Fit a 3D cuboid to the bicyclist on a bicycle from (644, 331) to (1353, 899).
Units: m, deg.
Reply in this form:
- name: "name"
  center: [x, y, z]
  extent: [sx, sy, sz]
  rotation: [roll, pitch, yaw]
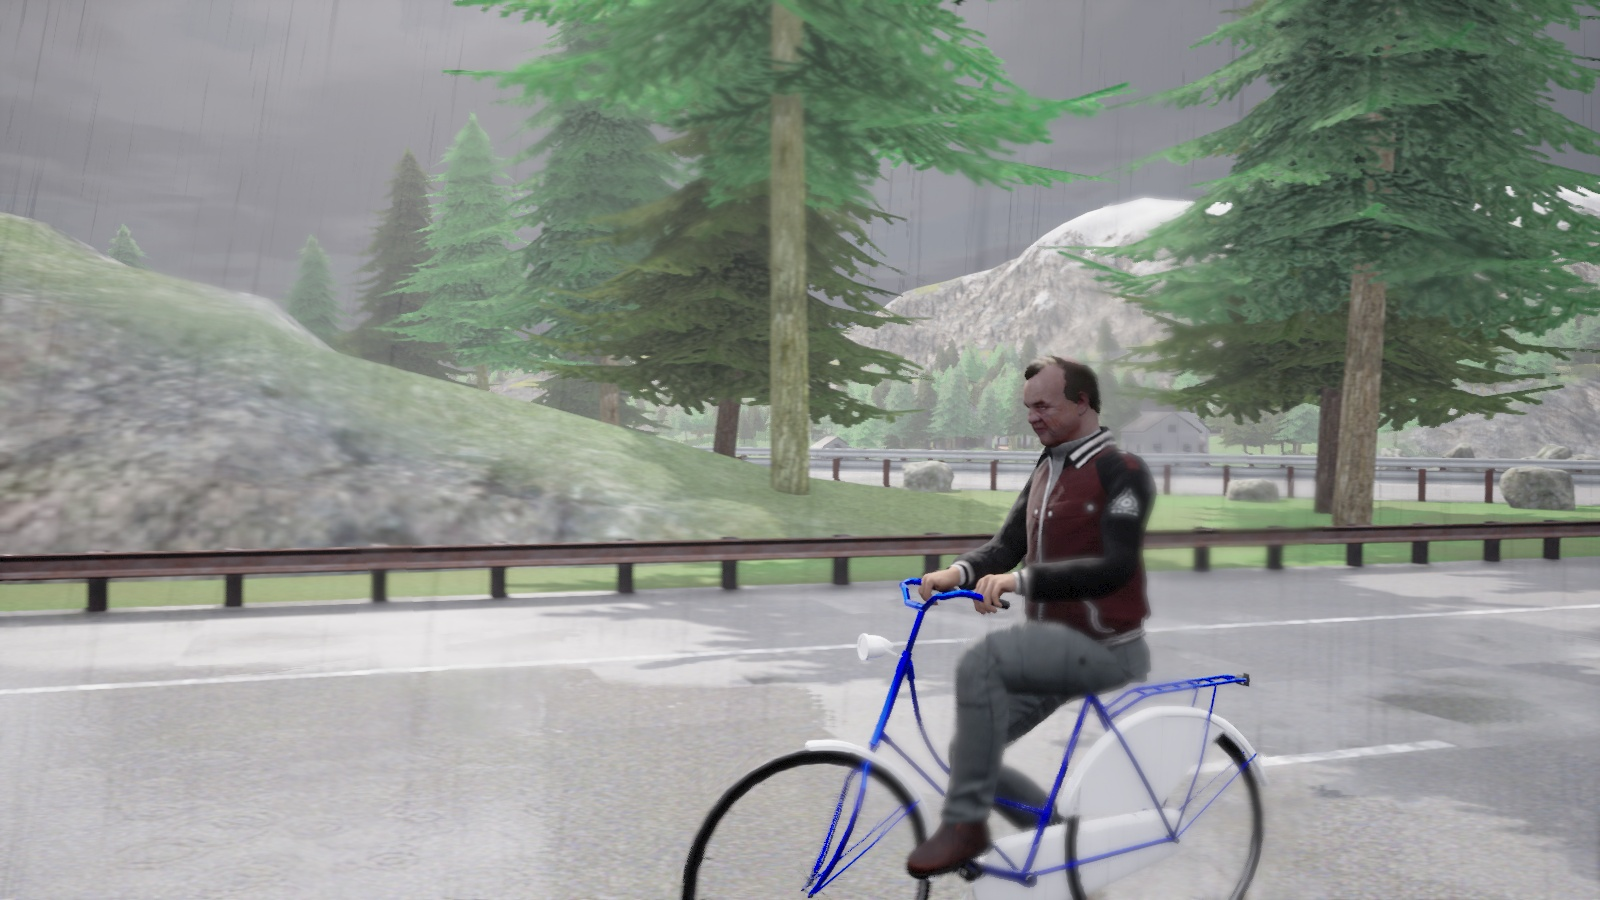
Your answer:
- name: "bicyclist on a bicycle"
  center: [0.559, 0.606, 3.471]
  extent: [1.843, 1.776, 0.659]
  rotation: [-1, 1, -21]
